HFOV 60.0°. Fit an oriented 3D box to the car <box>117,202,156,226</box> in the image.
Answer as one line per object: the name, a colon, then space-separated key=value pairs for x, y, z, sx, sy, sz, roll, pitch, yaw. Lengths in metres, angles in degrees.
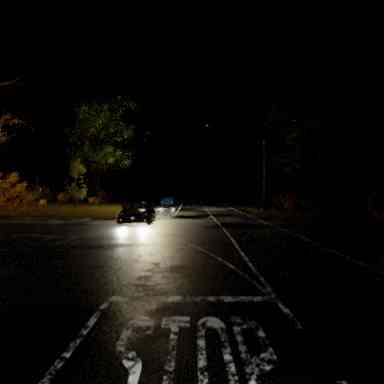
car: x=-3.424 y=1.327 z=21.249 sx=1.994 sy=1.385 sz=4.181 roll=1 pitch=0 yaw=0

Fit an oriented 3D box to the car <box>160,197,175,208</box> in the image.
car: x=-3.433 y=1.441 z=47.575 sx=1.882 sy=1.535 sz=5.008 roll=0 pitch=0 yaw=0
